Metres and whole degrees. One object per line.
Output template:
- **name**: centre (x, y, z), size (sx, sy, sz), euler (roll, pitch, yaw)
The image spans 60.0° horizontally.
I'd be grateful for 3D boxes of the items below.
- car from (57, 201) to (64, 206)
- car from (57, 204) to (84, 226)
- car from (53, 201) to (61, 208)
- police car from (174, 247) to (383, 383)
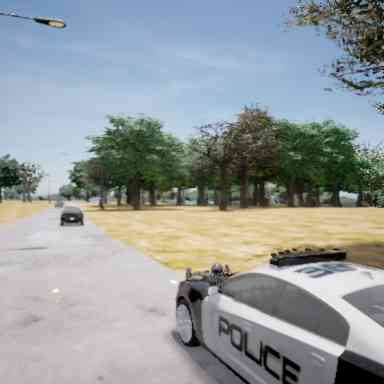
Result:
- **car**: centre (-14.916, 2.267, 40.492), size (1.882, 1.535, 5.008), euler (1, -1, -19)
- **car**: centre (-10.754, 2.097, 29.689), size (1.882, 1.535, 5.008), euler (1, -1, -21)
- **car**: centre (-29.017, 2.771, 72.491), size (1.837, 1.490, 4.892), euler (1, -1, -19)
- **police car**: centre (1.348, 1.533, 4.184), size (1.930, 1.638, 5.238), euler (1, -2, -26)
